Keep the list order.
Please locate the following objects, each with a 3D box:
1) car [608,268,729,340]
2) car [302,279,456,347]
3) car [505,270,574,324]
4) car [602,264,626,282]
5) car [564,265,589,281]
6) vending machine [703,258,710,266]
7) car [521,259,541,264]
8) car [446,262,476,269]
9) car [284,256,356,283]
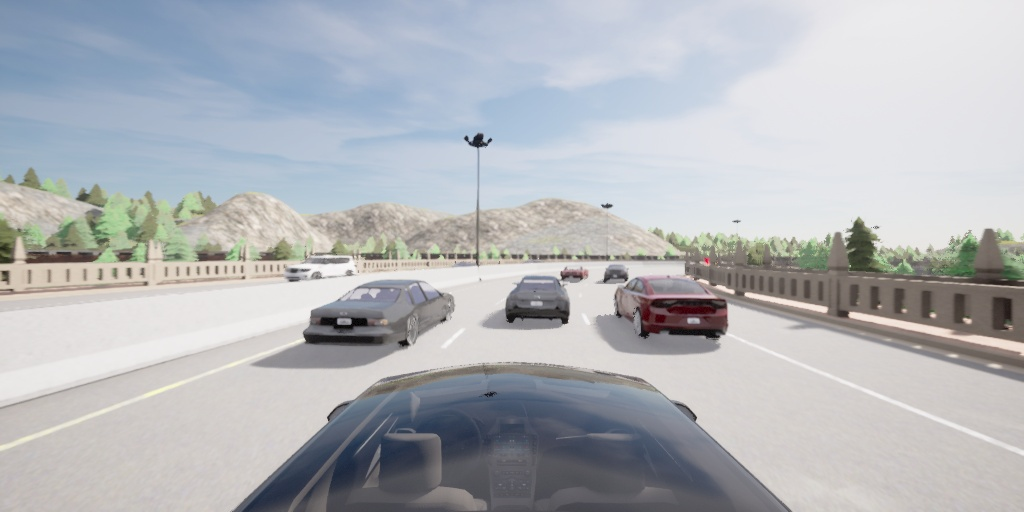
[{"bbox_3d":[4.218,1.274,10.294,1.882,1.535,5.008,0,0,6],"label":"car"},{"bbox_3d":[-2.959,1.306,9.327,2.033,1.411,5.357,0,0,5],"label":"car"},{"bbox_3d":[0.963,1.350,12.339,1.994,1.385,4.181,0,0,7],"label":"car"},{"bbox_3d":[8.747,1.402,29.950,1.812,1.442,4.674,0,0,19],"label":"car"},{"bbox_3d":[5.623,1.467,31.696,1.895,1.301,4.718,0,0,20],"label":"car"},{"bbox_3d":[18.397,1.128,33.414,1.100,2.100,0.880,0,0,24],"label":"vending machine"},{"bbox_3d":[1.826,1.500,49.141,1.895,1.301,4.718,0,0,29],"label":"car"},{"bbox_3d":[-5.631,1.389,41.666,2.033,1.411,5.357,0,0,23],"label":"car"},{"bbox_3d":[-14.239,0.978,27.050,2.150,2.045,5.566,0,0,14],"label":"car"}]
